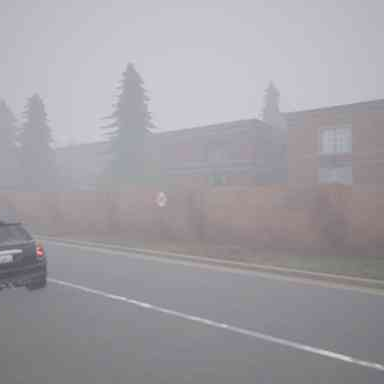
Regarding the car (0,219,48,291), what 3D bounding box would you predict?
[{"bbox_3d":[-5.569,1.425,8.135,4.553,1.767,2.097,-1,0,37],"label":"car"}]
